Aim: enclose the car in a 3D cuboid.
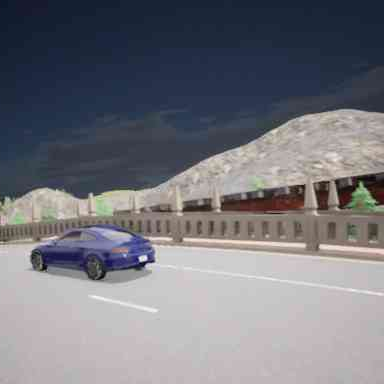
[{"bbox_3d":[-3.238,1.795,10.607,4.674,1.442,1.812,-3,-2,35],"label":"car"}]
